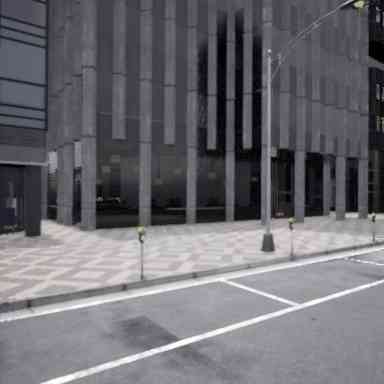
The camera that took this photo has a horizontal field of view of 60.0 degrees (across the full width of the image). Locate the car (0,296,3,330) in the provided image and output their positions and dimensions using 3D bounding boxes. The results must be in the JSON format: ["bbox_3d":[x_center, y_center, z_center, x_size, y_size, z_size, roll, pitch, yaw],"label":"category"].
[{"bbox_3d":[-4.718,1.300,3.281,5.009,1.841,2.192,1,0,-36],"label":"car"}]
